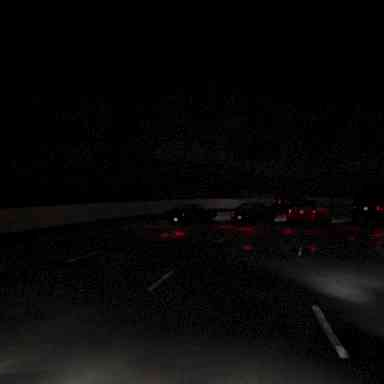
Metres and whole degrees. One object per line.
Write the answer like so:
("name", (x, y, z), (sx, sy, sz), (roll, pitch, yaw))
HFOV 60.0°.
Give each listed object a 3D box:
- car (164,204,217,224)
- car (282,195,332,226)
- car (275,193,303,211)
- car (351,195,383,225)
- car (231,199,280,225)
("car", (0.037, 1.528, 23.990), (1.895, 1.301, 4.718), (0, 0, 30))
("car", (8.296, 1.319, 23.264), (2.097, 1.767, 4.553), (0, 0, 35))
("car", (11.300, 1.163, 36.861), (5.566, 2.045, 2.150), (0, 0, -40))
("car", (13.335, 1.210, 24.217), (2.150, 2.045, 5.566), (0, 0, 40))
("car", (4.417, 1.474, 23.838), (1.812, 1.442, 4.674), (0, 0, 34))
